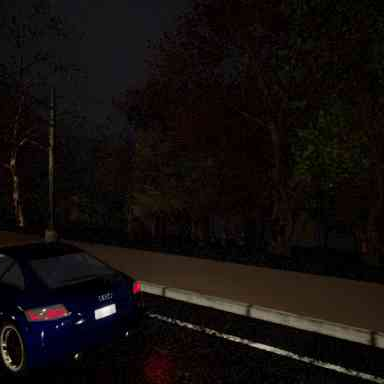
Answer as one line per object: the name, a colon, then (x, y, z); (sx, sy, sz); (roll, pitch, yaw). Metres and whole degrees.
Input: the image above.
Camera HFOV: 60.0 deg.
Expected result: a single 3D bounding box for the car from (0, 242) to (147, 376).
car: (-2.763, 1.563, 5.638); (4.181, 1.385, 1.994); (0, 0, 37)
